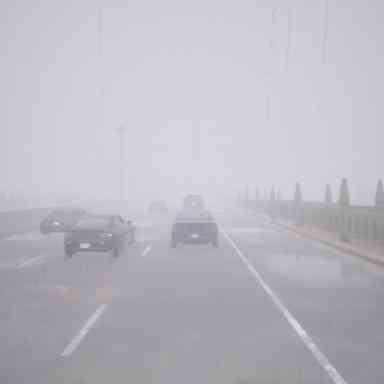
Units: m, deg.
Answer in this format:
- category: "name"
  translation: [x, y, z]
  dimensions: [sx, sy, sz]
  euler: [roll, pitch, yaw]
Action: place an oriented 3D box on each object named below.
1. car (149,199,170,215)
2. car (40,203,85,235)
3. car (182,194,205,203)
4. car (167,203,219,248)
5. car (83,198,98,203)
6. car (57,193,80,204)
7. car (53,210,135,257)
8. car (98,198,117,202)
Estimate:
- category: "car"
  translation: [-3.377, 1.507, 34.800]
  dimensions: [2.128, 1.511, 4.902]
  euler: [0, 0, 0]
- category: "car"
  translation: [-6.888, 1.572, 18.926]
  dimensions: [1.994, 1.385, 4.181]
  euler: [0, 0, 0]
- category: "car"
  translation: [0.121, 1.237, 34.107]
  dimensions: [2.150, 2.045, 5.566]
  euler: [0, 0, 0]
- category: "car"
  translation: [0.110, 1.484, 14.925]
  dimensions: [1.882, 1.535, 5.008]
  euler: [0, 0, 0]
- category: "car"
  translation: [-17.490, 1.643, 58.235]
  dimensions: [1.895, 1.301, 4.718]
  euler: [0, 0, 1]
- category: "car"
  translation: [-20.997, 1.260, 56.690]
  dimensions: [2.150, 2.045, 5.566]
  euler: [0, 0, 1]
- category: "car"
  translation: [-3.404, 1.531, 12.852]
  dimensions: [1.812, 1.442, 4.674]
  euler: [0, 0, 0]
- category: "car"
  translation: [-14.001, 1.641, 56.877]
  dimensions: [1.895, 1.301, 4.718]
  euler: [0, 0, 1]
